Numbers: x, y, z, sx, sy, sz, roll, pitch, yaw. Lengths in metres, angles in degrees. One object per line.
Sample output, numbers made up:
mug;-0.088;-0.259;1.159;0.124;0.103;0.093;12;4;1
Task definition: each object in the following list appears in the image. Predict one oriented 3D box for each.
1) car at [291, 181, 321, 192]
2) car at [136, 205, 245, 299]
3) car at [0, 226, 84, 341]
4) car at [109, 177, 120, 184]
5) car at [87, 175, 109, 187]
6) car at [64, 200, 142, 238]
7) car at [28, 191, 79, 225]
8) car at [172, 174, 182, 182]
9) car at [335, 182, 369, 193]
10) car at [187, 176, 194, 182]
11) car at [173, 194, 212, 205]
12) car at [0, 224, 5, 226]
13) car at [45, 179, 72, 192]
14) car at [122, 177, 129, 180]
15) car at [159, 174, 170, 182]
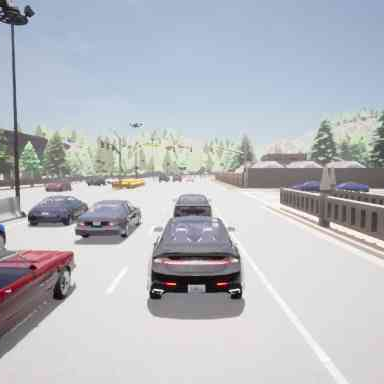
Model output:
car;15.002;-0.617;42.227;4.674;1.442;1.812;0;3;2
car;0.068;1.327;8.034;2.128;1.511;4.902;0;2;0
car;-3.421;1.528;5.101;1.895;1.301;4.718;0;1;0
car;-17.866;-2.492;73.544;1.812;1.442;4.674;0;3;0
car;-17.852;-2.108;62.018;2.150;2.045;5.566;0;4;0
car;-3.465;1.050;14.616;2.033;1.411;5.357;0;3;0
car;-6.980;0.879;17.794;1.994;1.385;4.181;0;3;0
car;-3.936;-3.612;86.995;2.150;2.045;5.566;0;3;0
car;18.038;-0.402;38.634;4.674;1.442;1.812;0;3;2
car;-0.450;-3.458;89.668;1.812;1.442;4.674;0;3;0
car;0.025;0.815;17.455;1.882;1.535;5.008;0;3;-1
car;-6.936;1.283;8.822;1.882;1.535;5.008;0;2;0
car;-17.812;-0.923;44.443;2.097;1.767;4.553;0;3;0
car;-17.941;-3.309;87.988;1.895;1.301;4.718;0;3;0
car;-7.436;-3.611;86.977;2.150;2.045;5.566;0;3;0
